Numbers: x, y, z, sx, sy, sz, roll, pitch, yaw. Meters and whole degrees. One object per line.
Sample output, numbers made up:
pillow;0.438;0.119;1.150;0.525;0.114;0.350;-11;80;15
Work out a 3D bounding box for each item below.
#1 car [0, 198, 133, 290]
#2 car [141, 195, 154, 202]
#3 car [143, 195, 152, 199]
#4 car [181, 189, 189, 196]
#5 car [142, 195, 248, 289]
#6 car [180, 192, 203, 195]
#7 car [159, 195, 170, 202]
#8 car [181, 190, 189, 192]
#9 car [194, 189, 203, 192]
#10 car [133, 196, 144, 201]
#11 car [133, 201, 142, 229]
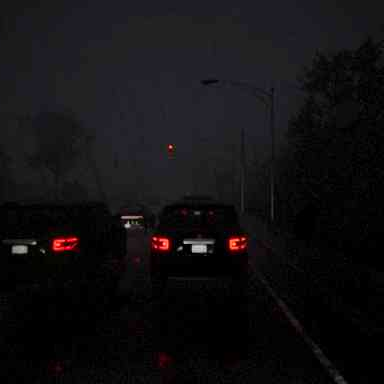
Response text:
car;-3.328;1.213;9.167;2.150;2.045;5.566;0;0;1
car;-9.199;1.363;69.219;1.994;1.385;4.181;0;1;1
car;-6.114;1.496;54.232;2.033;1.411;5.357;0;0;1
car;-1.788;0.211;87.706;1.882;1.535;5.008;0;3;1
car;0.173;1.213;9.254;2.150;2.045;5.566;0;0;1
car;0.333;1.203;19.584;2.150;2.045;5.566;0;0;1
car;-5.692;1.394;69.519;1.895;1.301;4.718;0;1;1
car;-2.018;0.980;77.295;2.033;1.411;5.357;0;3;1
car;1.489;0.776;77.594;2.097;1.767;4.553;0;3;1
car;-9.620;1.549;54.022;1.895;1.301;4.718;0;0;1
car;-3.183;1.473;19.035;2.128;1.511;4.902;0;0;1
